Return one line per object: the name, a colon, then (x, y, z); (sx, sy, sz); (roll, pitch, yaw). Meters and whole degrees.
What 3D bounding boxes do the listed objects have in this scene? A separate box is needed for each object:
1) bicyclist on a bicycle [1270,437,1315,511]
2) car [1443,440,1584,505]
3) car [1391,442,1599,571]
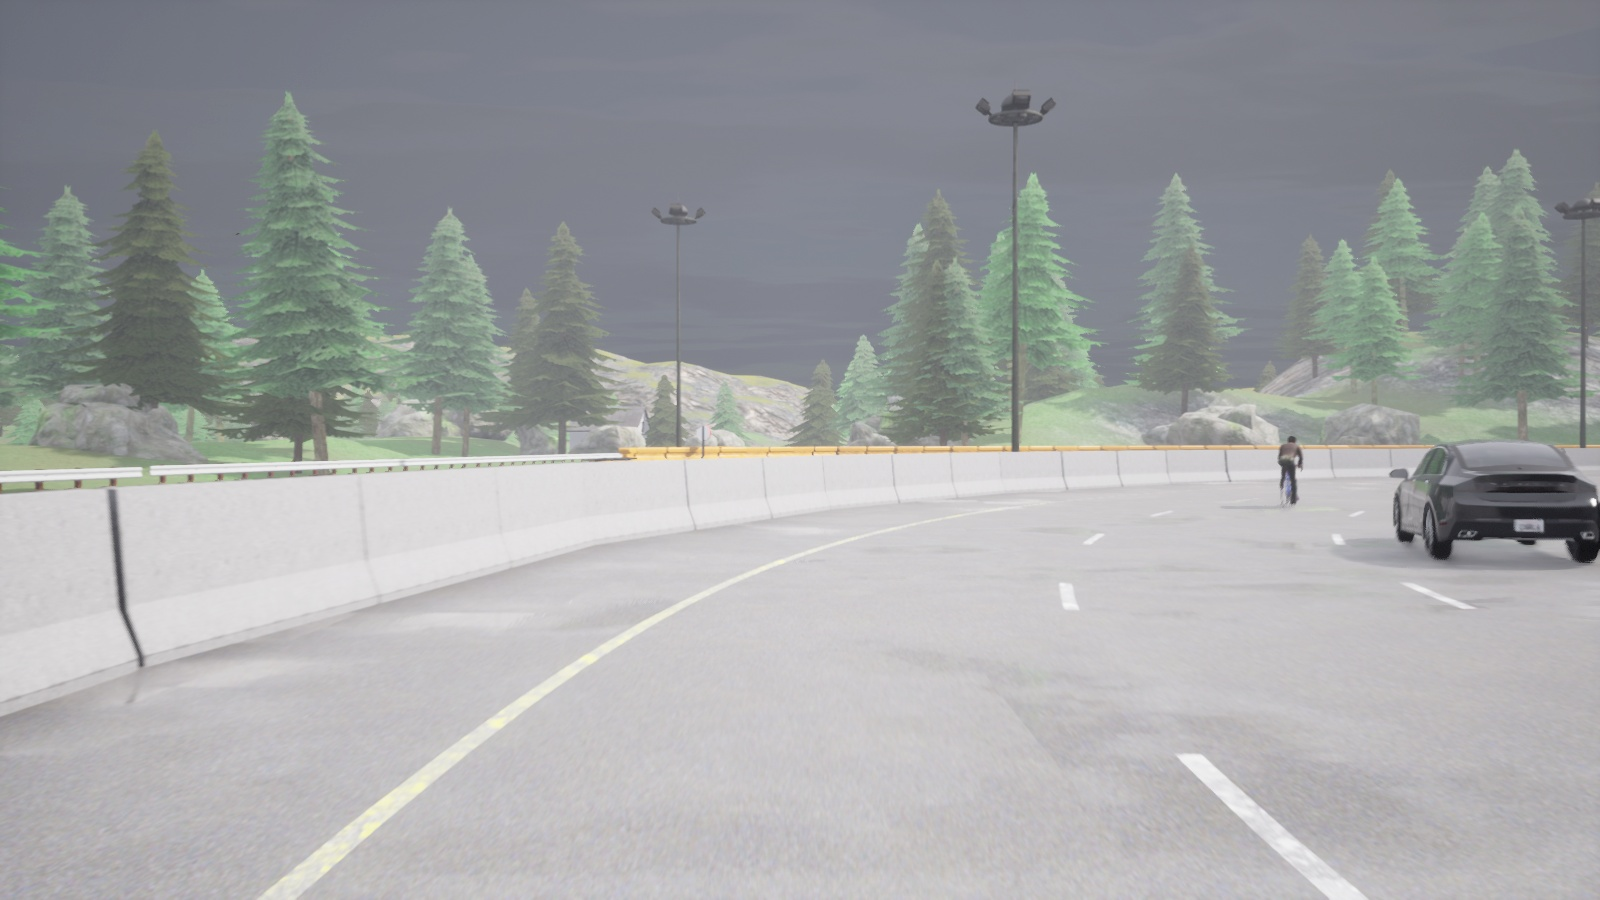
bicyclist on a bicycle: (11.084, 0.519, 28.231); (0.582, 1.620, 1.656); (1, 1, 33)
car: (17.923, 0.505, 31.415); (2.128, 1.511, 4.902); (0, 0, 41)
car: (9.347, 0.647, 16.998); (1.837, 1.490, 4.892); (0, 0, 18)
